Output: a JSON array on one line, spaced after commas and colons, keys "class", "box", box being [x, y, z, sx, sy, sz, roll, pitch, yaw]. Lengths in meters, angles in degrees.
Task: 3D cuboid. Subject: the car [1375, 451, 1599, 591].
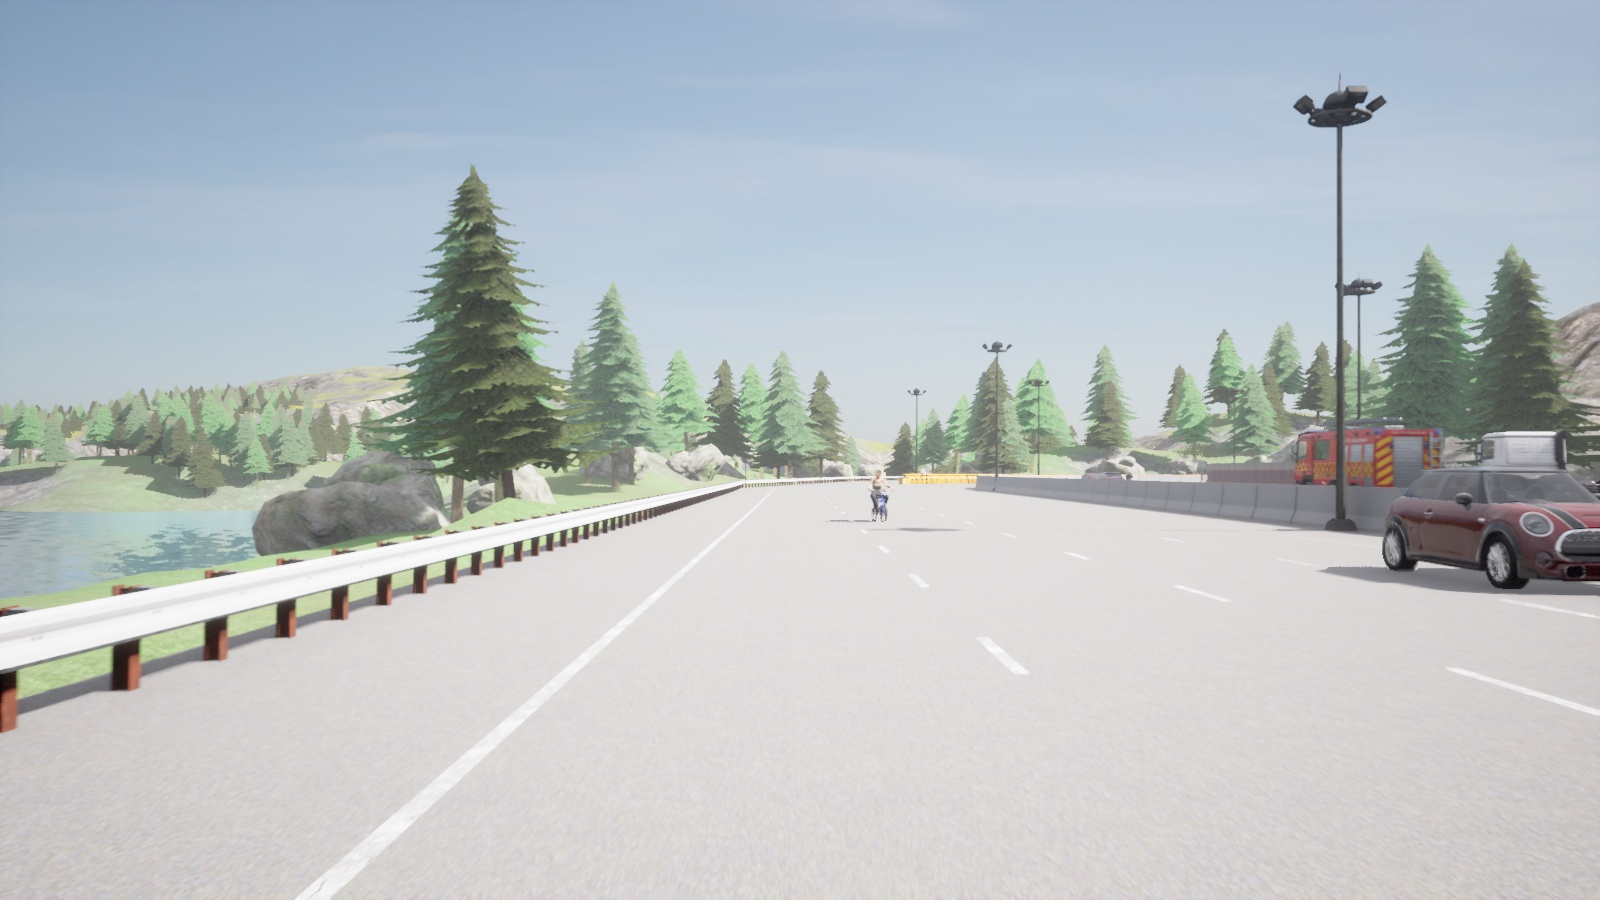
[{"class": "car", "box": [10.457, 0.937, 18.249, 2.097, 1.767, 4.553, 0, -1, 0]}]

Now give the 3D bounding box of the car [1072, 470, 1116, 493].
[{"class": "car", "box": [20.690, 2.194, 88.655, 1.882, 1.535, 5.008, 0, -1, 0]}]

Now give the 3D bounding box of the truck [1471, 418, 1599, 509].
[{"class": "truck", "box": [31.370, 0.578, 52.005, 2.891, 3.462, 7.936, 0, -1, 0]}]

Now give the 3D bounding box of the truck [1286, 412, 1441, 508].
[{"class": "truck", "box": [24.360, 0.471, 54.884, 2.891, 3.827, 8.468, 0, -1, 0]}]

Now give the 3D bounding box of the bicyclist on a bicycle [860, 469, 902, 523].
[{"class": "bicyclist on a bicycle", "box": [2.464, 1.385, 38.455, 0.866, 1.612, 1.509, 0, -1, -14]}]
